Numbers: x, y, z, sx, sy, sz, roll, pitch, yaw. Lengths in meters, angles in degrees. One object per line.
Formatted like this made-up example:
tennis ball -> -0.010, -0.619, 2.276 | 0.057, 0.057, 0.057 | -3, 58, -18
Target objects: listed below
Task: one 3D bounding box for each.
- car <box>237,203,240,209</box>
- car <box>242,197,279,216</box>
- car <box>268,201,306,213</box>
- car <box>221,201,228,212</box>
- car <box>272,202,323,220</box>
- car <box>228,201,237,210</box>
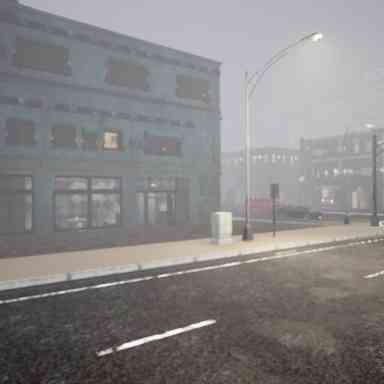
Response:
car -> 8.967, 2.013, 47.476 | 1.802, 1.307, 4.206 | -1, 0, -35
car -> 8.500, 1.608, 38.144 | 2.150, 2.045, 5.566 | 0, 0, -35
car -> 12.171, 1.918, 42.962 | 2.008, 1.369, 4.403 | -1, 0, -35
car -> 2.132, 1.929, 42.622 | 1.967, 1.590, 4.097 | -1, 0, -35
car -> 10.071, 1.896, 31.237 | 1.947, 1.339, 4.313 | -1, 0, -35
car -> 5.763, 2.075, 51.988 | 1.802, 1.307, 4.206 | -1, 0, -35
